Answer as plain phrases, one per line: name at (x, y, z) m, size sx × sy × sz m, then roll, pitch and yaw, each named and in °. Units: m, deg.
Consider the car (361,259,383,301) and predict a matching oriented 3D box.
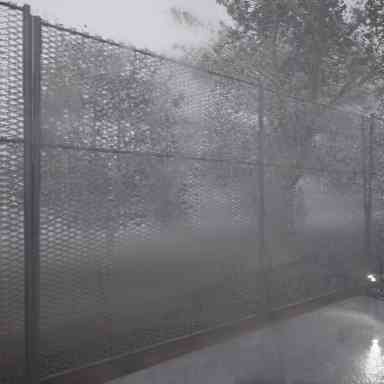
car at (5.923, 1.565, 7.313) m, size 5.357 × 1.411 × 2.033 m, roll 0°, pitch 0°, yaw -36°
